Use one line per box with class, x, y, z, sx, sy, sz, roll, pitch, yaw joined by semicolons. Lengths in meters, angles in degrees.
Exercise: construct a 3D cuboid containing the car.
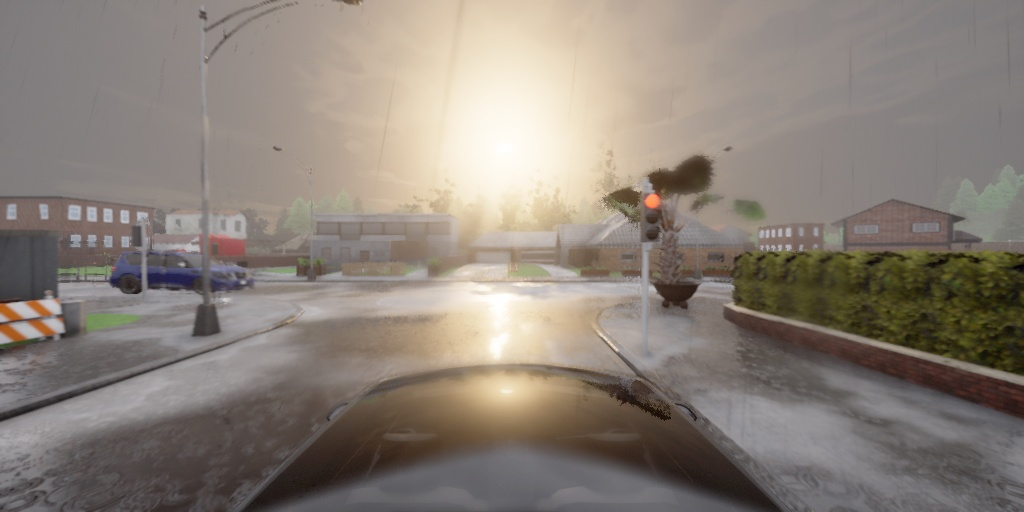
car;-15.449;0.833;16.952;5.566;2.045;2.150;2;1;0
